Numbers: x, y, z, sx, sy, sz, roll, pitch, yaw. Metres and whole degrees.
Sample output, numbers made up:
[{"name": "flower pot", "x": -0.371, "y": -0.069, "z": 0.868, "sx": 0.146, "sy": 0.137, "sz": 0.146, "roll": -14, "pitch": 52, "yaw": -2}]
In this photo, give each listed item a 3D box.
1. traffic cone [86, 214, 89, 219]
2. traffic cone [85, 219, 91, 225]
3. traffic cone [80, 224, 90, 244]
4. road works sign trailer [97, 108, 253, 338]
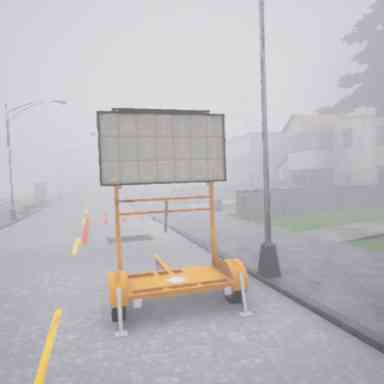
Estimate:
[{"name": "traffic cone", "x": -5.236, "y": 1.554, "z": 16.516, "sx": 0.340, "sy": 0.580, "sz": 0.340, "roll": -3, "pitch": 2, "yaw": -16}, {"name": "traffic cone", "x": -4.667, "y": 1.600, "z": 14.600, "sx": 0.340, "sy": 0.580, "sz": 0.340, "roll": -3, "pitch": 2, "yaw": -16}, {"name": "traffic cone", "x": -4.097, "y": 1.646, "z": 12.683, "sx": 0.340, "sy": 0.580, "sz": 0.340, "roll": -3, "pitch": 2, "yaw": -16}, {"name": "road works sign trailer", "x": -0.529, "y": 0.242, "z": 6.406, "sx": 2.380, "sy": 3.560, "sz": 2.880, "roll": -3, "pitch": 2, "yaw": -16}]
